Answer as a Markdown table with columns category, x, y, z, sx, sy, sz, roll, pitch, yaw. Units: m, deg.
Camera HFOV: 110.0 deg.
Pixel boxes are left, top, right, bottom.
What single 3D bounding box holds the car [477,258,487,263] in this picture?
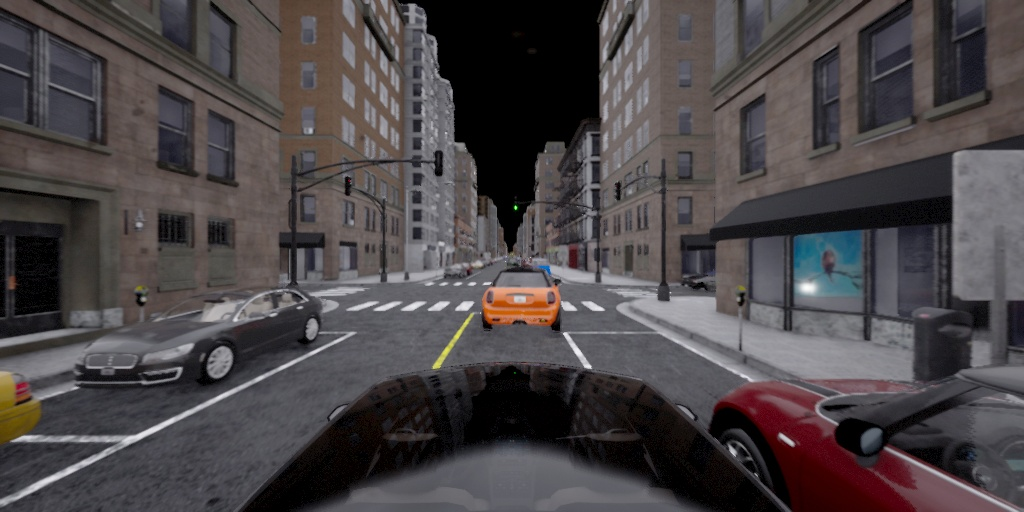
| category | x | y | z | sx | sy | sz | roll | pitch | yaw |
| --- | --- | --- | --- | --- | --- | --- | --- | --- | --- |
| car | -5.374 | 1.374 | 56.601 | 1.751 | 1.417 | 4.829 | 0 | 0 | 0 |

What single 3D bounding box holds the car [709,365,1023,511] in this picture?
| category | x | y | z | sx | sy | sz | roll | pitch | yaw |
| --- | --- | --- | --- | --- | --- | --- | --- | --- | --- |
| car | 2.637 | 1.189 | 1.450 | 1.967 | 1.591 | 4.097 | 0 | 0 | 0 |

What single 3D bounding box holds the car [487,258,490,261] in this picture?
| category | x | y | z | sx | sy | sz | roll | pitch | yaw |
| --- | --- | --- | --- | --- | --- | --- | --- | --- | --- |
| car | -5.373 | 1.422 | 62.453 | 1.948 | 1.339 | 4.313 | 0 | 0 | 0 |

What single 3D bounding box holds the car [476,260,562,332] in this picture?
| category | x | y | z | sx | sy | sz | roll | pitch | yaw |
| --- | --- | --- | --- | --- | --- | --- | --- | --- | --- |
| car | 0.452 | 1.120 | 11.189 | 2.097 | 1.767 | 4.553 | 0 | 0 | 7 |

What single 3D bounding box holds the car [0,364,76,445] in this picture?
| category | x | y | z | sx | sy | sz | roll | pitch | yaw |
| --- | --- | --- | --- | --- | --- | --- | --- | --- | --- |
| car | -5.388 | 1.275 | 1.273 | 1.751 | 1.417 | 4.829 | 0 | 0 | 0 |

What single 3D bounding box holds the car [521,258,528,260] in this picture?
| category | x | y | z | sx | sy | sz | roll | pitch | yaw |
| --- | --- | --- | --- | --- | --- | --- | --- | --- | --- |
| car | 2.651 | 1.431 | 56.776 | 1.802 | 1.307 | 4.207 | 0 | 0 | 0 |

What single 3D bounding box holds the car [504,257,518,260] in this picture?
| category | x | y | z | sx | sy | sz | roll | pitch | yaw |
| --- | --- | --- | --- | --- | --- | --- | --- | --- | --- |
| car | 0.068 | 1.210 | 63.594 | 2.097 | 1.767 | 4.553 | 0 | 0 | 1 |

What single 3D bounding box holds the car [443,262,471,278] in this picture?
| category | x | y | z | sx | sy | sz | roll | pitch | yaw |
| --- | --- | --- | --- | --- | --- | --- | --- | --- | --- |
| car | -5.380 | 1.361 | 34.043 | 2.007 | 1.370 | 4.403 | 0 | 0 | 0 |

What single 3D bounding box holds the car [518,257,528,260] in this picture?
| category | x | y | z | sx | sy | sz | roll | pitch | yaw |
| --- | --- | --- | --- | --- | --- | --- | --- | --- | --- |
| car | 2.652 | 1.171 | 62.457 | 2.192 | 1.841 | 5.009 | 0 | 0 | 0 |

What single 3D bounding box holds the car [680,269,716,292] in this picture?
| category | x | y | z | sx | sy | sz | roll | pitch | yaw |
| --- | --- | --- | --- | --- | --- | --- | --- | --- | --- |
| car | 13.273 | 1.425 | 21.872 | 5.357 | 1.411 | 2.033 | 0 | 0 | -1 |

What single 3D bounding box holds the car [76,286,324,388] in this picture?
| category | x | y | z | sx | sy | sz | roll | pitch | yaw |
| --- | --- | --- | --- | --- | --- | --- | --- | --- | --- |
| car | -5.387 | 1.310 | 6.962 | 2.007 | 1.370 | 4.403 | 0 | 0 | 0 |

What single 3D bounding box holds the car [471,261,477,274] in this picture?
| category | x | y | z | sx | sy | sz | roll | pitch | yaw |
| --- | --- | --- | --- | --- | --- | --- | --- | --- | --- |
| car | -5.379 | 1.366 | 39.725 | 1.888 | 1.381 | 4.507 | 0 | 0 | 0 |

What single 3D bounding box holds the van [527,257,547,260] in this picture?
| category | x | y | z | sx | sy | sz | roll | pitch | yaw |
| --- | --- | --- | --- | --- | --- | --- | --- | --- | --- |
| van | 2.645 | 1.151 | 34.050 | 1.690 | 1.789 | 3.998 | 0 | 0 | 0 |
